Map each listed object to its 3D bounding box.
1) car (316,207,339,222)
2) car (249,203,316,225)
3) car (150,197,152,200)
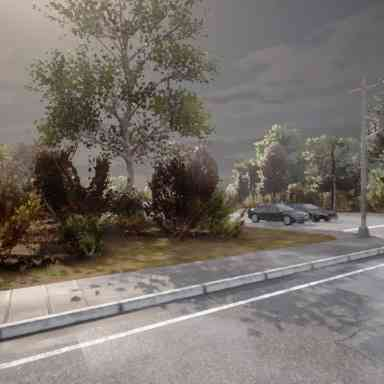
[{"bbox_3d":[9.027,1.640,27.196,2.033,1.411,5.357,0,-1,-39],"label":"car"},{"bbox_3d":[6.370,1.596,24.869,1.837,1.490,4.892,0,-1,-39],"label":"car"},{"bbox_3d":[-6.108,1.847,52.976,5.566,2.045,2.150,-2,-1,40],"label":"car"}]
